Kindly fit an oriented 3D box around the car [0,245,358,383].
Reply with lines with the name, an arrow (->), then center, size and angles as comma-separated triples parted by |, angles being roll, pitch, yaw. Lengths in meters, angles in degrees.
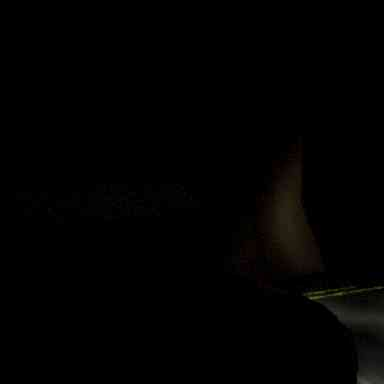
car -> -0.472, 1.325, 3.158 | 4.553, 1.767, 2.097 | 0, 1, -33
